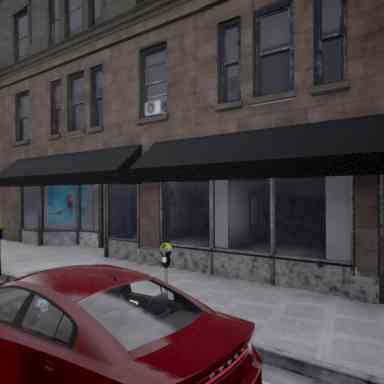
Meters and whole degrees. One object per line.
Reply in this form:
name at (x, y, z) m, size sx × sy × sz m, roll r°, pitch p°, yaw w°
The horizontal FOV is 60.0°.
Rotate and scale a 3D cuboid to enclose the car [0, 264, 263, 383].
car at (-1.444, 1.545, 3.875) m, size 4.507 × 1.381 × 1.887 m, roll 0°, pitch 0°, yaw 35°
